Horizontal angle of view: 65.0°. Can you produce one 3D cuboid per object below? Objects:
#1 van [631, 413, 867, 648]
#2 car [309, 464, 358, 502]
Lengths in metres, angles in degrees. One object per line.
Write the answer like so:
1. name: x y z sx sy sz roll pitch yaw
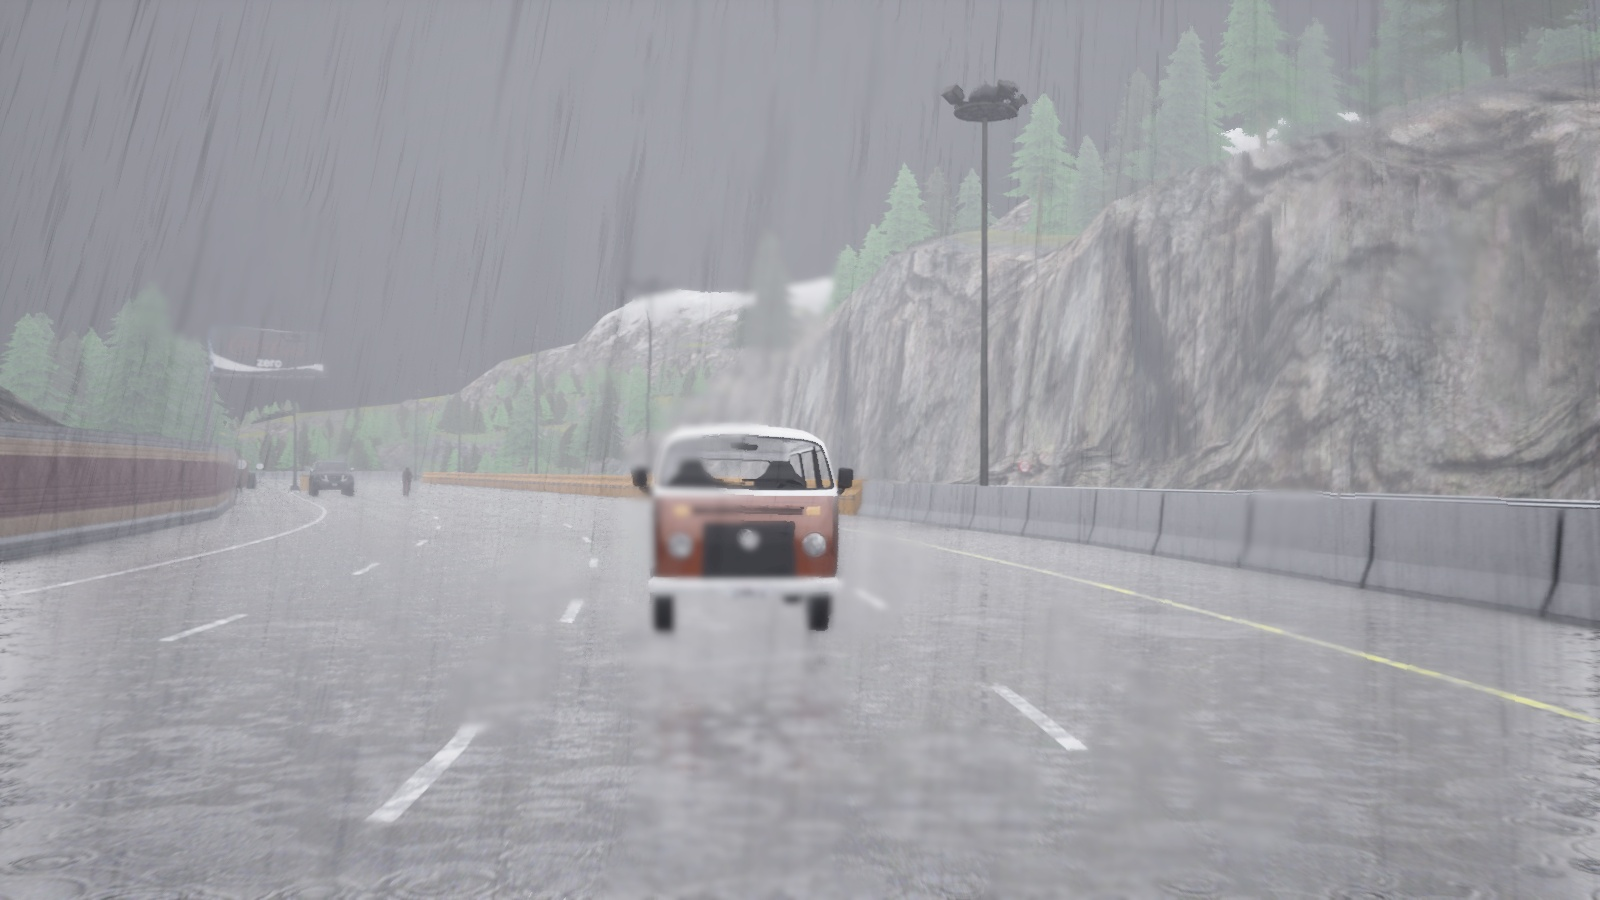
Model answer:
1. van: -0.682 0.769 13.244 2.069 2.038 4.480 0 -2 -6
2. car: -26.419 1.837 70.952 2.150 2.045 5.566 0 -1 -25
